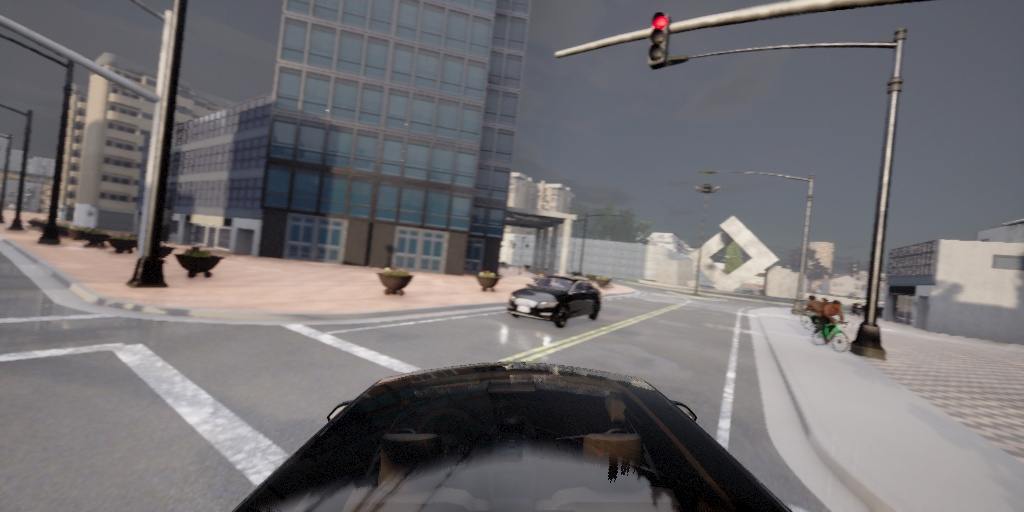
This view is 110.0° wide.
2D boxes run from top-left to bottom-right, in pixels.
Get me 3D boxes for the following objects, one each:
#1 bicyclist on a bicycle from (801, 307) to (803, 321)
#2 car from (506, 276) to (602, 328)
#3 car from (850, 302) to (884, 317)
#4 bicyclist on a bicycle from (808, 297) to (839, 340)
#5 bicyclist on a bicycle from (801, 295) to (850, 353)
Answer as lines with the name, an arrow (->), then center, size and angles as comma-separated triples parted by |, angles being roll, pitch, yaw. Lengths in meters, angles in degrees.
bicyclist on a bicycle -> 11.751, 2.351, 13.918 | 0.582, 1.620, 1.656 | -10, 14, 10
car -> 1.698, 1.476, 12.752 | 2.128, 1.511, 4.902 | 6, 0, 33
car -> 38.516, 5.720, 37.802 | 4.902, 1.511, 2.128 | 6, 0, -4
bicyclist on a bicycle -> 12.916, 2.556, 14.862 | 1.656, 1.620, 0.582 | 6, 0, -39
bicyclist on a bicycle -> 10.447, 2.259, 11.755 | 0.582, 1.620, 1.656 | 6, 0, 10
